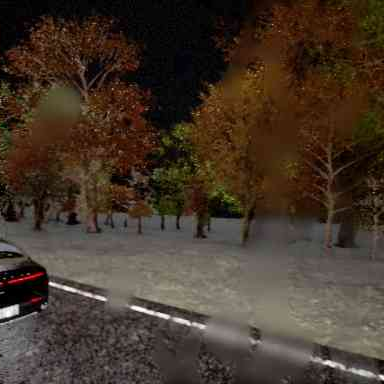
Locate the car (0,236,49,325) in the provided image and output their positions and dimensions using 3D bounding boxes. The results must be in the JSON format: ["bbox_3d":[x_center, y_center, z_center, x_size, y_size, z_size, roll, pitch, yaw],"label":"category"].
[{"bbox_3d":[-4.669,1.561,6.410,4.892,1.490,1.837,-1,0,37],"label":"car"}]
